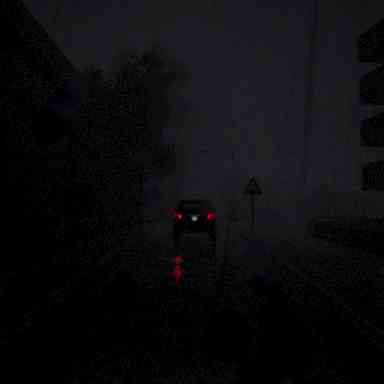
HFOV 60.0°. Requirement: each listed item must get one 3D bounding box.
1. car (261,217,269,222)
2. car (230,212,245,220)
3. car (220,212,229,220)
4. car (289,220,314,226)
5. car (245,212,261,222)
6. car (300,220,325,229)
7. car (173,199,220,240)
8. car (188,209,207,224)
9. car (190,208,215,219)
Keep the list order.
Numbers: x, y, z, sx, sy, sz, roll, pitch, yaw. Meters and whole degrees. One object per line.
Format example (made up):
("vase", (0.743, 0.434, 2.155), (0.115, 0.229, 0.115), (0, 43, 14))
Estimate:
("car", (13.639, 5.679, 68.680), (1.946, 1.575, 5.366), (8, -6, -30))
("car", (7.809, 4.934, 67.443), (2.185, 1.767, 4.553), (7, -6, -30))
("car", (4.836, 4.668, 66.951), (2.185, 1.767, 4.553), (5, -6, -31))
("car", (22.610, 6.629, 70.032), (2.002, 1.452, 4.674), (8, -6, -29))
("car", (10.806, 5.119, 67.998), (2.435, 2.045, 5.566), (8, -6, -30))
("car", (25.580, 6.934, 70.537), (2.002, 1.452, 4.674), (8, -6, -29))
("car", (0.157, 1.441, 18.377), (2.150, 2.045, 5.566), (0, -2, 1))
("car", (0.662, 2.598, 35.602), (1.882, 1.535, 5.008), (0, -4, 3))
("car", (1.957, 4.357, 66.371), (2.435, 2.045, 5.566), (3, -5, -30))
